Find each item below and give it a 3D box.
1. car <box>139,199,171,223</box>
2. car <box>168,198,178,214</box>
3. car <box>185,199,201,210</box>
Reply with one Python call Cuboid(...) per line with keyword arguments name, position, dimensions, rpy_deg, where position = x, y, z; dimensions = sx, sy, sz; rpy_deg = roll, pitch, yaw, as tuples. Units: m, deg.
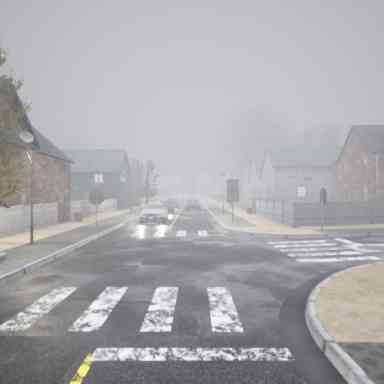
Cuboid(name="car", position=(-2.839, 1.533, 25.546), dimensions=(1.812, 1.442, 4.674), rpy_deg=(0, 0, 0))
Cuboid(name="car", position=(-2.838, 1.574, 35.428), dimensions=(1.994, 1.385, 4.181), rpy_deg=(0, 0, 0))
Cuboid(name="car", position=(0.115, 1.559, 42.446), dimensions=(2.033, 1.411, 5.357), rpy_deg=(0, 0, 0))
